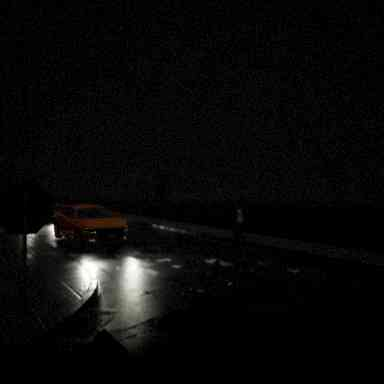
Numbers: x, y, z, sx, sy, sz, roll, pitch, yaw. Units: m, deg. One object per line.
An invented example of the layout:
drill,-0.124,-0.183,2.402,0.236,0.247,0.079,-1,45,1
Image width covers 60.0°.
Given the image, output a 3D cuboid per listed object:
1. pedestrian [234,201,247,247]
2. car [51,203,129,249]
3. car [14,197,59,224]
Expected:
pedestrian,1.929,1.168,12.876,0.375,1.860,0.375,1,-1,-36
car,-4.347,1.279,13.941,1.882,1.535,5.008,0,1,-36
car,-10.686,1.139,22.660,1.882,1.535,5.008,0,0,-36
